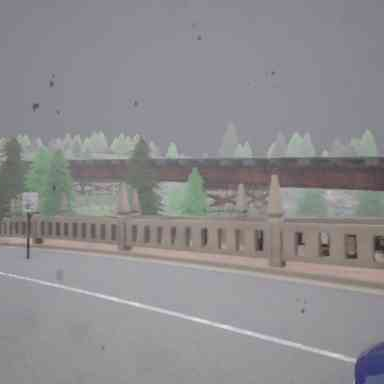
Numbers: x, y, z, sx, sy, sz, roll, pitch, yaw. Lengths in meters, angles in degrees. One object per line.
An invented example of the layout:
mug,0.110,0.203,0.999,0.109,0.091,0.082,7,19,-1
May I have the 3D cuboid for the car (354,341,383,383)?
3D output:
car,3.340,1.539,1.612,4.674,1.442,1.812,0,0,35
